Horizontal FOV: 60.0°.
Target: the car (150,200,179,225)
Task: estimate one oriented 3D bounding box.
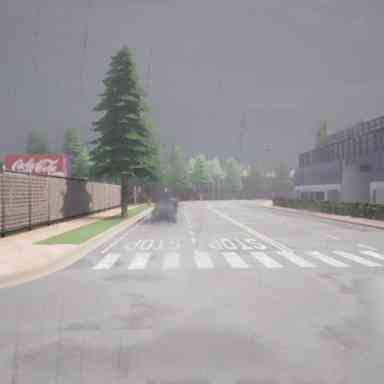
[{"bbox_3d":[-1.992,1.555,24.724,2.033,1.411,5.357,0,0,-2],"label":"car"}]

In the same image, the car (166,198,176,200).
[{"bbox_3d":[-3.121,1.541,50.241,2.033,1.411,5.357,0,0,-6],"label":"car"}]
